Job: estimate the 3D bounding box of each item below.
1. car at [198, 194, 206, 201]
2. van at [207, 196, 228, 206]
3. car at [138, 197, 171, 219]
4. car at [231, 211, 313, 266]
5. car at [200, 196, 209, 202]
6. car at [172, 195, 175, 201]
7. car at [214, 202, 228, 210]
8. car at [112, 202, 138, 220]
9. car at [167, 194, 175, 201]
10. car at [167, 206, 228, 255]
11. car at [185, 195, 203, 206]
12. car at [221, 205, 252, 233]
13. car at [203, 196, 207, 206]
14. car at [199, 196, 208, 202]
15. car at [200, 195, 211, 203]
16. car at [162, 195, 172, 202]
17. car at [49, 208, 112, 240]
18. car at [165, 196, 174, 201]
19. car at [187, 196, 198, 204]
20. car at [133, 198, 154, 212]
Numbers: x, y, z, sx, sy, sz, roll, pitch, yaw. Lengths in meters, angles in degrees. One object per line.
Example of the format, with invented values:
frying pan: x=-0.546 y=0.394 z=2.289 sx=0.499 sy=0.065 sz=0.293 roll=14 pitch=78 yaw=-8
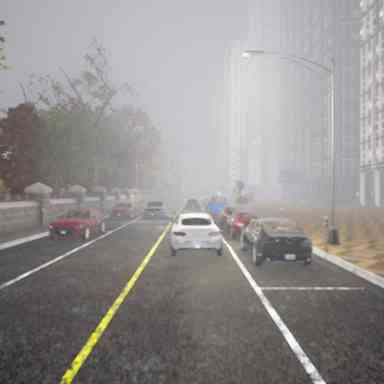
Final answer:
car: x=2.703 y=1.476 z=90.162 sx=1.967 sy=1.590 sz=4.097 roll=0 pitch=0 yaw=0
van: x=2.696 y=1.329 z=33.842 sx=1.690 sy=1.788 sz=3.998 roll=0 pitch=0 yaw=0
car: x=-3.090 y=1.492 z=28.591 sx=1.837 sy=1.490 sz=4.892 roll=0 pitch=0 yaw=0
car: x=2.692 y=1.544 z=11.312 sx=2.008 sy=1.369 sz=4.403 roll=0 pitch=0 yaw=0
car: x=2.700 y=1.590 z=73.266 sx=1.802 sy=1.307 sz=4.206 roll=0 pitch=0 yaw=0
car: x=-5.679 y=1.457 z=78.900 sx=1.967 sy=1.590 sz=4.097 roll=0 pitch=0 yaw=0
car: x=2.694 y=1.570 z=22.577 sx=1.802 sy=1.307 sz=4.206 roll=0 pitch=0 yaw=0
car: x=-5.686 y=1.533 z=28.210 sx=1.887 sy=1.381 sz=4.507 roll=0 pitch=0 yaw=0
car: x=-5.678 y=1.477 z=90.164 sx=1.967 sy=1.590 sz=4.097 roll=0 pitch=0 yaw=0
car: x=0.122 y=1.517 z=13.162 sx=1.812 sy=1.442 sz=4.674 roll=0 pitch=0 yaw=-1
car: x=0.107 y=1.516 z=43.013 sx=1.812 sy=1.442 sz=4.674 roll=0 pitch=0 yaw=0
car: x=2.693 y=1.572 z=16.944 sx=1.802 sy=1.307 sz=4.206 roll=0 pitch=0 yaw=0
car: x=2.697 y=1.573 z=45.105 sx=1.802 sy=1.307 sz=4.206 roll=0 pitch=0 yaw=0
car: x=2.701 y=1.567 z=78.899 sx=2.008 sy=1.369 sz=4.403 roll=0 pitch=0 yaw=0
car: x=2.700 y=1.443 z=67.635 sx=1.967 sy=1.590 sz=4.097 roll=0 pitch=0 yaw=0
car: x=-5.680 y=1.569 z=67.636 sx=1.947 sy=1.339 sz=4.313 roll=0 pitch=0 yaw=0
car: x=-5.687 y=1.535 z=16.945 sx=1.887 sy=1.381 sz=4.507 roll=0 pitch=0 yaw=0
car: x=-5.679 y=1.592 z=84.531 sx=1.947 sy=1.339 sz=4.313 roll=0 pitch=0 yaw=0
car: x=0.111 y=1.547 z=62.571 sx=2.033 sy=1.411 sz=5.357 roll=0 pitch=0 yaw=0
car: x=-5.684 y=1.515 z=39.305 sx=1.752 sy=1.417 sz=4.829 roll=0 pitch=0 yaw=0
